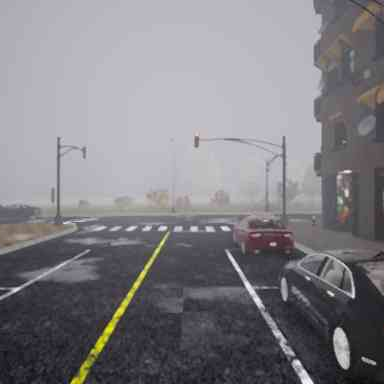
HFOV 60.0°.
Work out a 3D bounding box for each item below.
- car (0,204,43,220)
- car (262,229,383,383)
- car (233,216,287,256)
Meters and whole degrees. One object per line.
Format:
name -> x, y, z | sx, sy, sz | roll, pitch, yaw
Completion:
car -> -16.726, 1.874, 31.482 | 4.902, 1.511, 2.128 | -1, -1, 0
car -> 2.667, 1.585, 5.392 | 2.008, 1.369, 4.403 | 0, 0, 0
car -> 2.702, 1.628, 13.322 | 1.887, 1.381, 4.507 | 0, 0, 0
